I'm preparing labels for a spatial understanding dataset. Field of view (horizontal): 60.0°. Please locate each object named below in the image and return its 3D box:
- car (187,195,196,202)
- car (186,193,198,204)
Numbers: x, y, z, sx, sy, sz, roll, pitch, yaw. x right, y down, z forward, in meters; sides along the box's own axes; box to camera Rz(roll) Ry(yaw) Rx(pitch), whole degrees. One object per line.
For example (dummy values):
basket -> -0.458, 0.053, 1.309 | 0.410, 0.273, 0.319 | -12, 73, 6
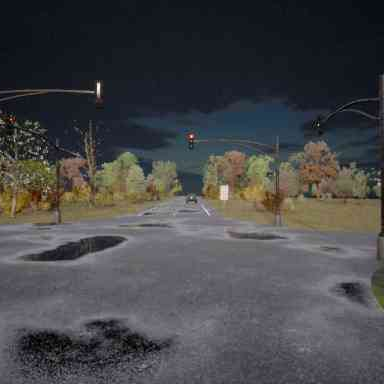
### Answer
car -> -0.055, 1.464, 77.963 | 2.033, 1.411, 5.357 | 0, 0, 0
car -> -0.047, 1.292, 67.572 | 2.150, 2.045, 5.566 | 0, 0, 0
